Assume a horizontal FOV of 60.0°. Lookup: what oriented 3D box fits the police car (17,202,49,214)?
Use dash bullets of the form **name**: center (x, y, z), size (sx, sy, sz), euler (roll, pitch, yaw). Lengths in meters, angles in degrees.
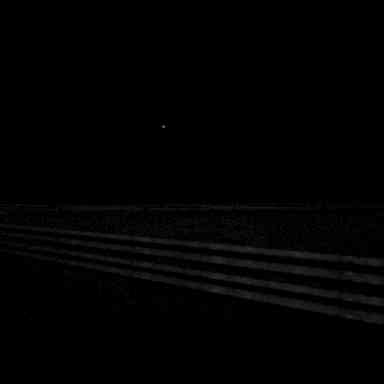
- **police car**: center (-21.596, 2.125, 45.236), size (5.238, 1.638, 1.930), euler (-1, 0, 14)
